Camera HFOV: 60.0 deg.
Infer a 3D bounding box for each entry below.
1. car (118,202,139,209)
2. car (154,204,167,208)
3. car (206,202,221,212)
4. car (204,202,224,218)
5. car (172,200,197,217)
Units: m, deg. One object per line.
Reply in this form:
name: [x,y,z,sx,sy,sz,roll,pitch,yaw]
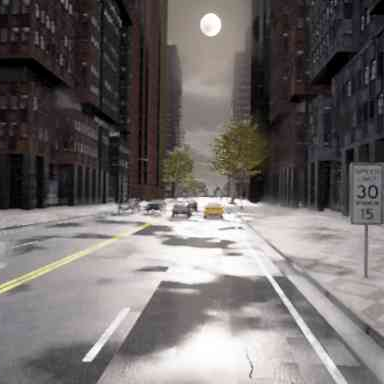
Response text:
car: [-7.273,1.499,38.844,2.128,1.511,4.902,1,-1,4]
car: [-4.031,1.556,38.629,2.033,1.411,5.357,1,-1,4]
car: [3.034,2.066,46.592,1.895,1.301,4.718,1,0,4]
car: [2.260,1.825,34.522,1.882,1.535,5.008,1,0,4]
car: [-0.973,1.798,34.840,2.128,1.511,4.902,1,0,4]
